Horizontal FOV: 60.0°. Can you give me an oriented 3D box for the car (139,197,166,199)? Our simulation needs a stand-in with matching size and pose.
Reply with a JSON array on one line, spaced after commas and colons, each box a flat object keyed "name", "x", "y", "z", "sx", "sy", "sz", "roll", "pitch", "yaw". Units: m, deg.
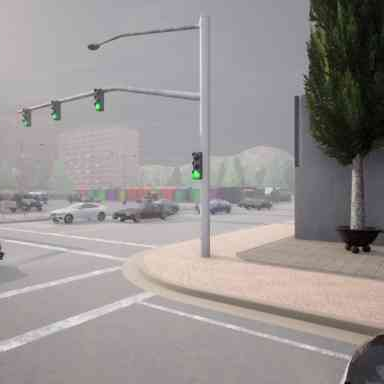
[{"name": "car", "x": -3.160, "y": 1.526, "z": 32.890, "sx": 1.812, "sy": 1.442, "sz": 4.674, "roll": 0, "pitch": 0, "yaw": 37}]

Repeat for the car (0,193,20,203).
[{"name": "car", "x": -36.747, "y": 1.153, "z": 66.763, "sx": 4.605, "sy": 1.855, "sz": 1.932, "roll": 0, "pitch": 0, "yaw": 35}]

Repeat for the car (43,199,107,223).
[{"name": "car", "x": -8.546, "y": 1.526, "z": 25.547, "sx": 1.812, "sy": 1.442, "sz": 4.674, "roll": 0, "pitch": 0, "yaw": 38}]

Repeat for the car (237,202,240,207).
[{"name": "car", "x": 8.652, "y": 1.547, "z": 48.696, "sx": 2.033, "sy": 1.411, "sz": 5.357, "roll": 0, "pitch": 0, "yaw": 37}]

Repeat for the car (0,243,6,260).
[{"name": "car", "x": -7.733, "y": 1.547, "z": 8.230, "sx": 2.033, "sy": 1.411, "sz": 5.357, "roll": 0, "pitch": 0, "yaw": 35}]

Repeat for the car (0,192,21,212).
[{"name": "car", "x": -19.919, "y": 1.153, "z": 34.138, "sx": 4.605, "sy": 1.855, "sz": 1.932, "roll": 0, "pitch": 0, "yaw": 35}]

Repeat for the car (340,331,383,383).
[{"name": "car", "x": 3.358, "y": 1.492, "z": 1.570, "sx": 4.902, "sy": 1.511, "sz": 2.128, "roll": 0, "pitch": 0, "yaw": 36}]

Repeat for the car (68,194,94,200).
[{"name": "car", "x": -21.242, "y": 1.153, "z": 62.611, "sx": 4.605, "sy": 1.855, "sz": 1.932, "roll": 0, "pitch": 0, "yaw": 35}]

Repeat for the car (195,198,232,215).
[{"name": "car", "x": 2.436, "y": 1.526, "z": 34.547, "sx": 1.812, "sy": 1.442, "sz": 4.674, "roll": 0, "pitch": 0, "yaw": 37}]

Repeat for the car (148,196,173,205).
[{"name": "car", "x": -5.239, "y": 1.395, "z": 54.882, "sx": 3.806, "sy": 1.475, "sz": 1.970, "roll": 0, "pitch": 0, "yaw": 35}]

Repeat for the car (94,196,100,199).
[{"name": "car", "x": -19.519, "y": 1.364, "z": 64.940, "sx": 3.905, "sy": 1.438, "sz": 1.784, "roll": 0, "pitch": 0, "yaw": 35}]

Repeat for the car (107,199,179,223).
[{"name": "car", "x": -3.707, "y": 1.547, "z": 26.283, "sx": 2.033, "sy": 1.411, "sz": 5.357, "roll": 0, "pitch": 0, "yaw": 36}]

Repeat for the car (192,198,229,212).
[{"name": "car", "x": 2.316, "y": 1.491, "z": 40.252, "sx": 2.128, "sy": 1.511, "sz": 4.902, "roll": 0, "pitch": 0, "yaw": 37}]

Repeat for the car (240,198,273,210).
[{"name": "car", "x": 8.730, "y": 1.547, "z": 42.988, "sx": 2.033, "sy": 1.411, "sz": 5.357, "roll": 0, "pitch": 0, "yaw": 37}]

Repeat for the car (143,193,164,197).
[{"name": "car", "x": -6.918, "y": 1.156, "z": 52.523, "sx": 3.866, "sy": 1.878, "sz": 1.905, "roll": 0, "pitch": 0, "yaw": 35}]

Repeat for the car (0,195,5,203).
[{"name": "car", "x": -38.254, "y": 1.364, "z": 64.542, "sx": 3.905, "sy": 1.438, "sz": 1.784, "roll": 0, "pitch": 0, "yaw": 35}]

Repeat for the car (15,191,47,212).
[{"name": "car", "x": -18.205, "y": 1.156, "z": 36.471, "sx": 3.866, "sy": 1.878, "sz": 1.905, "roll": 0, "pitch": 0, "yaw": 35}]
